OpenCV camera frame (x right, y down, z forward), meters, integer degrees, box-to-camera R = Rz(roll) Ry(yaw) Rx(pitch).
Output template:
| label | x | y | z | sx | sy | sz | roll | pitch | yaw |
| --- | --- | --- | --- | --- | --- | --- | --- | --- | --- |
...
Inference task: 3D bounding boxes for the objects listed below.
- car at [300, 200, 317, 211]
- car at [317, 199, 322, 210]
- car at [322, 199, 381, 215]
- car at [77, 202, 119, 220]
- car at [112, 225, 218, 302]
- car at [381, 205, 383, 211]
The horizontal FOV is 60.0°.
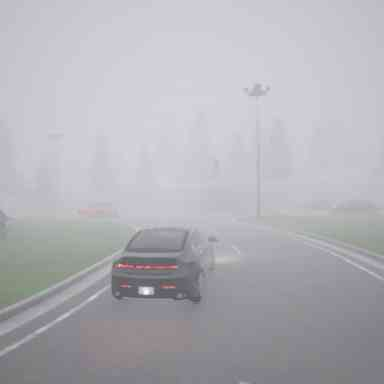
| label | x | y | z | sx | sy | sz | roll | pitch | yaw |
| --- | --- | --- | --- | --- | --- | --- | --- | --- | --- |
| car | 17.197 | 1.723 | 44.983 | 5.008 | 1.535 | 1.882 | -1 | -1 | 4 |
| car | 18.891 | 1.733 | 41.373 | 5.357 | 1.411 | 2.033 | -1 | -1 | 4 |
| car | 16.477 | 1.502 | 34.521 | 4.553 | 1.767 | 2.097 | 0 | -1 | 4 |
| car | -9.711 | 1.843 | 34.233 | 4.553 | 1.767 | 2.097 | -1 | 0 | 34 |
| car | -0.491 | 1.606 | 8.561 | 1.837 | 1.490 | 4.892 | -1 | -1 | 9 |
| car | 18.699 | 1.699 | 37.881 | 5.357 | 1.411 | 2.033 | -1 | -1 | 4 |
